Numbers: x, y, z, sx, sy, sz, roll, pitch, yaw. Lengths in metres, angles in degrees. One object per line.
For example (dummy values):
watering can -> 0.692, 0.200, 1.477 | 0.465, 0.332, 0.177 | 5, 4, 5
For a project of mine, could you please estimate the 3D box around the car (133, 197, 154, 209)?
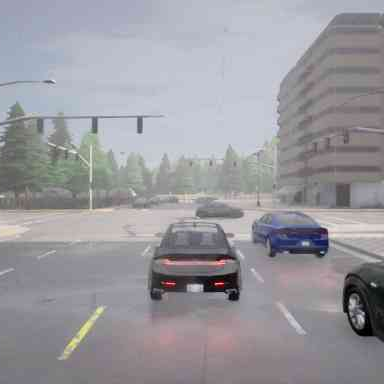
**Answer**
car -> -6.975, 1.526, 46.403 | 1.812, 1.442, 4.674 | 0, 0, 2

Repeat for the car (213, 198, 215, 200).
car -> 3.419, 1.595, 79.718 | 1.895, 1.301, 4.718 | 0, 0, 38

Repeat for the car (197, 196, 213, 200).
car -> 2.102, 1.564, 62.469 | 1.994, 1.385, 4.181 | 0, 0, 16

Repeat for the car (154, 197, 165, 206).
car -> -6.356, 1.525, 56.307 | 1.812, 1.442, 4.674 | 0, 0, 8

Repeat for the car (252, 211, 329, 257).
car -> 3.588, 1.478, 12.970 | 1.882, 1.535, 5.008 | 0, 0, 0

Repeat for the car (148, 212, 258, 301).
car -> 0.068, 1.492, 8.325 | 2.128, 1.511, 4.902 | 0, 0, 0

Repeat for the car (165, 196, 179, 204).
car -> -4.211, 1.505, 66.276 | 1.837, 1.490, 4.892 | 0, 0, 20

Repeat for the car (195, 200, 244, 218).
car -> 2.295, 1.581, 28.257 | 4.181, 1.385, 1.994 | 0, 0, 0

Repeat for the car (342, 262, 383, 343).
car -> 3.601, 1.352, 3.818 | 2.097, 1.767, 4.553 | 0, 0, 0
